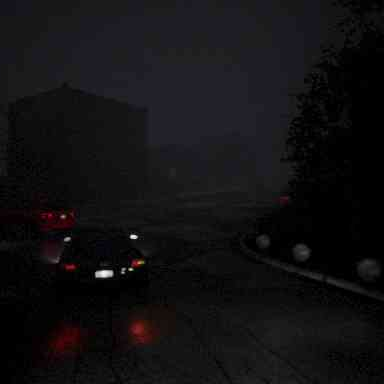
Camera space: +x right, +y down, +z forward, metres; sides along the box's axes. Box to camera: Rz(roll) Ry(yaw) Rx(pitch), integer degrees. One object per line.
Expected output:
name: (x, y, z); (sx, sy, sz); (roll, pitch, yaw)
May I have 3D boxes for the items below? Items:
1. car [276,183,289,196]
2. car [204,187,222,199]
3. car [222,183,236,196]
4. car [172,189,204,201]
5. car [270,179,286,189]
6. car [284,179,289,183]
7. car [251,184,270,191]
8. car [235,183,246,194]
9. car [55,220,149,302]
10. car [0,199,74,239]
car: (15.123, -0.142, 51.619); (1.837, 1.490, 4.892); (0, 3, 33)
car: (2.218, 0.155, 53.418); (1.946, 1.575, 5.366); (0, 3, 33)
car: (5.226, -0.150, 58.042); (1.946, 1.575, 5.366); (0, 3, 33)
car: (-0.799, 0.463, 48.802); (1.946, 1.575, 5.366); (0, 3, 33)
car: (20.444, -1.690, 81.427); (2.231, 1.521, 4.892); (0, 3, 33)
car: (23.425, -2.246, 86.011); (2.435, 2.045, 5.566); (0, 3, 33)
car: (14.404, -1.049, 72.151); (2.163, 1.488, 4.792); (0, 3, 33)
car: (8.383, -0.719, 62.891); (2.435, 2.045, 5.566); (0, 3, 33)
car: (-2.342, 1.636, 8.631); (1.994, 1.385, 4.181); (0, 0, -16)
car: (-9.121, 1.390, 18.706); (5.566, 2.045, 2.150); (0, -1, 28)
